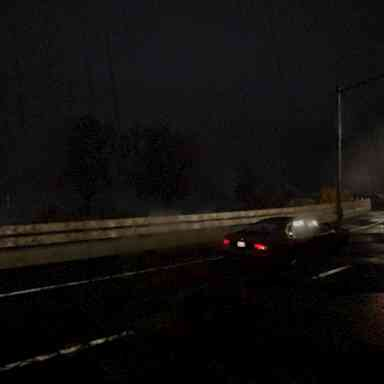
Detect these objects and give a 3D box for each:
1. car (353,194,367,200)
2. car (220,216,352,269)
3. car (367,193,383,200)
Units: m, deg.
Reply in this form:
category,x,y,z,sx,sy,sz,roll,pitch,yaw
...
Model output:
category,x,y,z,sx,sy,sz,roll,pitch,yaw
car,39.833,1.192,80.837,1.895,1.301,4.718,0,0,4
car,3.318,1.527,11.127,5.357,1.411,2.033,0,0,-40
car,43.312,1.099,80.450,2.128,1.511,4.902,0,0,4
